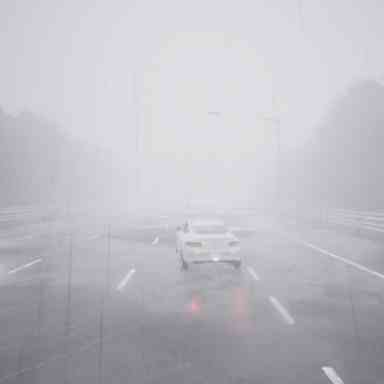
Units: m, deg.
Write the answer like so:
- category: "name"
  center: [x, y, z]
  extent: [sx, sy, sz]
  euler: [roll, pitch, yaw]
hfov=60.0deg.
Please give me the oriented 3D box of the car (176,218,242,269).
- category: "car"
  center: [0.450, 1.633, 11.540]
  extent: [1.812, 1.442, 4.674]
  euler: [0, -1, -5]
